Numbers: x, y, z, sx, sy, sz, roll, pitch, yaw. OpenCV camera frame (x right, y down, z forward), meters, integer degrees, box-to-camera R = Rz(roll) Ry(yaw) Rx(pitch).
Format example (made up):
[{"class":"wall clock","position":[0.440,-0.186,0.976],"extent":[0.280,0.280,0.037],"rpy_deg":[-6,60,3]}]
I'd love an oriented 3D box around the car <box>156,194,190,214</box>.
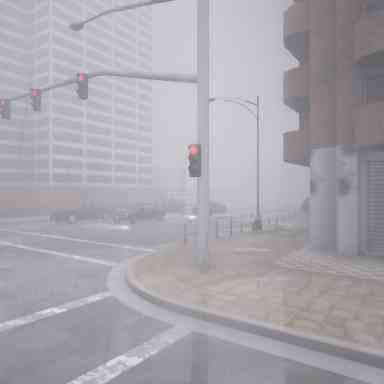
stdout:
[{"class":"car","position":[-2.651,1.352,33.124],"extent":[2.097,1.767,4.553],"rpy_deg":[0,0,35]}]

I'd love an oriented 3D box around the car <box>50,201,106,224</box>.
[{"class":"car","position":[-8.223,1.478,25.253],"extent":[1.882,1.535,5.008],"rpy_deg":[0,0,35]}]

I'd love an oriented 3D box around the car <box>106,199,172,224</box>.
[{"class":"car","position":[-3.922,1.526,25.242],"extent":[1.812,1.442,4.674],"rpy_deg":[0,0,35]}]

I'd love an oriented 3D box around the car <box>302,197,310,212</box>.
[{"class":"car","position":[14.413,1.352,38.755],"extent":[2.097,1.767,4.553],"rpy_deg":[0,0,35]}]

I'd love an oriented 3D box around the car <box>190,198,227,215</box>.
[{"class":"car","position":[1.770,1.564,33.298],"extent":[1.994,1.385,4.181],"rpy_deg":[0,0,36]}]
